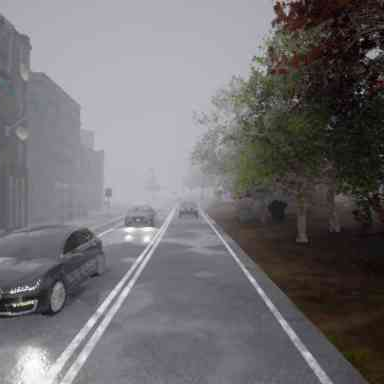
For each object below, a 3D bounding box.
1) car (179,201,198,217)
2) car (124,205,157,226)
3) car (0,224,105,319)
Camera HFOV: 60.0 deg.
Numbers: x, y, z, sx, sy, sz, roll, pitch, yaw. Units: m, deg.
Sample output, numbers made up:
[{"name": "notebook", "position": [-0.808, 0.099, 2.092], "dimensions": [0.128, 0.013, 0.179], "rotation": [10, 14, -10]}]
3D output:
[{"name": "car", "position": [-0.358, 1.639, 32.872], "dimensions": [2.033, 1.411, 5.357], "rotation": [0, 0, -1]}, {"name": "car", "position": [-3.608, 1.675, 24.101], "dimensions": [1.994, 1.385, 4.181], "rotation": [0, 0, -1]}, {"name": "car", "position": [-3.410, 1.571, 7.746], "dimensions": [1.837, 1.490, 4.892], "rotation": [0, -1, 0]}]
